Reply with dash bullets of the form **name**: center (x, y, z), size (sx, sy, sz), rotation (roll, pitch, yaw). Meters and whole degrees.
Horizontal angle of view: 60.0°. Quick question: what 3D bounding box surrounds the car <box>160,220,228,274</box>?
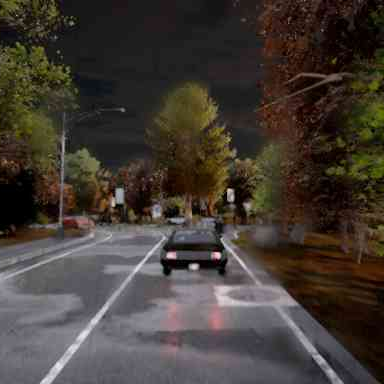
- **car**: center (0.094, 1.835, 11.285), size (1.895, 1.301, 4.718), rotation (0, -2, 1)

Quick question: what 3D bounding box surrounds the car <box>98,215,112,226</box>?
- **car**: center (-17.273, 5.187, 61.064), size (2.150, 2.045, 5.566), rotation (-3, -5, 32)

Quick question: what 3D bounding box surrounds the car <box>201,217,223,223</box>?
- **car**: center (1.684, 2.913, 29.819), size (2.033, 1.411, 5.357), rotation (-1, -5, 13)

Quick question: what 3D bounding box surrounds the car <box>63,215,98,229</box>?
- **car**: center (-13.721, 3.590, 40.191), size (2.097, 1.767, 4.553), rotation (5, -7, -44)

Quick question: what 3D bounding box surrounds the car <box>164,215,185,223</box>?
- **car**: center (-2.963, 5.797, 69.134), size (5.566, 2.045, 2.150), rotation (1, -5, -1)
